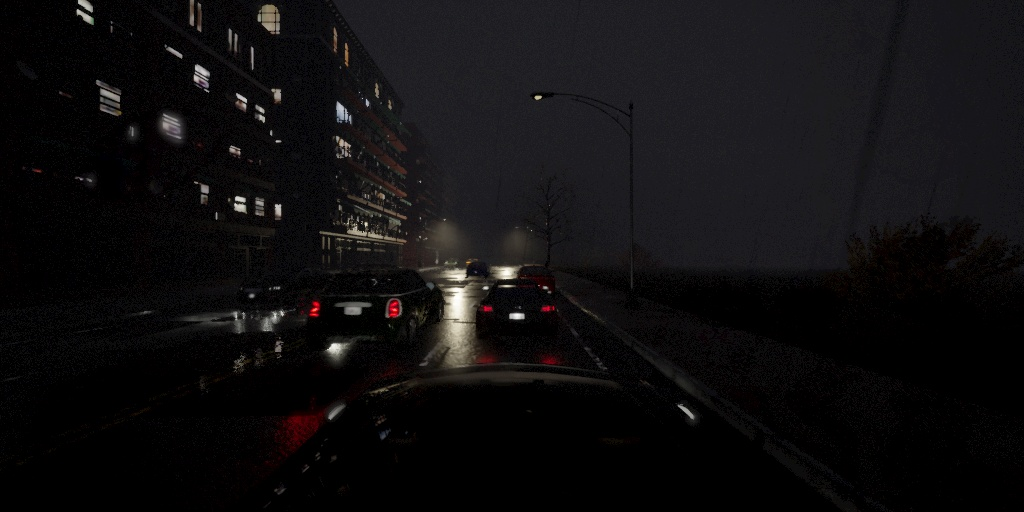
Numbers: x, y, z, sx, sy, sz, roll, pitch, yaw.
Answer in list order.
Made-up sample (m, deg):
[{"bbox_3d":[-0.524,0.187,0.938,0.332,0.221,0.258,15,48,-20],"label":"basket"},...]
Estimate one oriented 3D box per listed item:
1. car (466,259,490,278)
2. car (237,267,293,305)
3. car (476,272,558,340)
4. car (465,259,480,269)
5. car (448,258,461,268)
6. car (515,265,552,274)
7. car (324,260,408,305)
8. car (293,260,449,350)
[{"bbox_3d":[-3.128,1.230,33.489,1.882,1.535,5.008,0,0,0],"label":"car"},{"bbox_3d":[-9.841,1.243,16.019,2.128,1.511,4.902,0,0,0],"label":"car"},{"bbox_3d":[0.107,1.315,10.018,1.994,1.385,4.181,0,0,0],"label":"car"},{"bbox_3d":[-6.537,1.228,59.653,1.882,1.535,5.008,0,0,0],"label":"car"},{"bbox_3d":[-9.788,1.101,59.122,2.097,1.767,4.553,0,0,0],"label":"car"},{"bbox_3d":[1.149,1.230,18.938,1.882,1.535,5.008,0,0,0],"label":"car"},{"bbox_3d":[-6.590,1.104,16.830,2.097,1.767,4.553,0,0,0],"label":"car"},{"bbox_3d":[-3.148,1.104,9.223,2.097,1.767,4.553,0,0,0],"label":"car"}]
